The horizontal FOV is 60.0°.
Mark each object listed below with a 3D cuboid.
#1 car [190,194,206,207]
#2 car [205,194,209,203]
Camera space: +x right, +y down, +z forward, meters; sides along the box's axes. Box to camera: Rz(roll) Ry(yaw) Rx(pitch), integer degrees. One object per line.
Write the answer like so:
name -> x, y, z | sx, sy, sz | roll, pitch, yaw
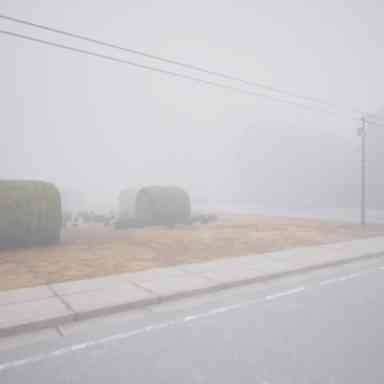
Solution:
car -> -0.285, 1.630, 56.408 | 1.882, 1.535, 5.008 | 0, -1, -36
car -> 1.205, 1.378, 61.344 | 3.866, 1.878, 1.905 | -2, 5, 11
